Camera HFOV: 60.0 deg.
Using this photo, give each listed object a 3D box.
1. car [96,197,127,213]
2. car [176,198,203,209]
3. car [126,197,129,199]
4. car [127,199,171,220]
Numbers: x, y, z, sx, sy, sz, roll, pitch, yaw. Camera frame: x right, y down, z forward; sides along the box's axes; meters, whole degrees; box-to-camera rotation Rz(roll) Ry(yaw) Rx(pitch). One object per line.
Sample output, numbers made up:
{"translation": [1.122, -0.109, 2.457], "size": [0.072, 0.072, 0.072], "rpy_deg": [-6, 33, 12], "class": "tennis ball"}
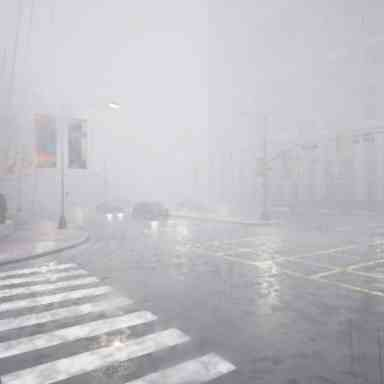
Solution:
{"translation": [-9.332, 1.628, 37.581], "size": [1.994, 1.385, 4.181], "rpy_deg": [0, 0, -34], "class": "car"}
{"translation": [-0.295, 1.558, 44.964], "size": [1.812, 1.442, 4.674], "rpy_deg": [0, 0, -34], "class": "car"}
{"translation": [-11.807, 1.577, 54.767], "size": [4.902, 1.511, 2.128], "rpy_deg": [0, 0, 43], "class": "car"}
{"translation": [-3.667, 1.540, 29.237], "size": [1.837, 1.490, 4.892], "rpy_deg": [0, 0, -34], "class": "car"}
